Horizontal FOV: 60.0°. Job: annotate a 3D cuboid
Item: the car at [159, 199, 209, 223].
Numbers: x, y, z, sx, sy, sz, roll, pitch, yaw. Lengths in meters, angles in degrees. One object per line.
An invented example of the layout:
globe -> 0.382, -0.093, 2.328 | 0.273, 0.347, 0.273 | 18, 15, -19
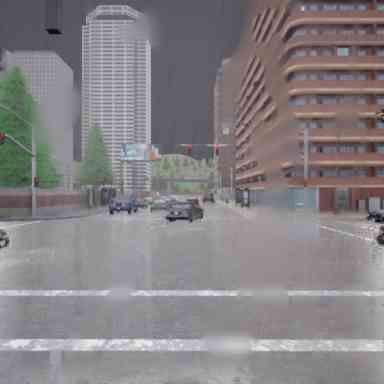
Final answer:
car -> -0.449, 1.525, 25.339 | 2.033, 1.411, 5.357 | 0, 0, 15

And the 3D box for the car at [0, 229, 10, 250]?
car -> -8.863, 1.509, 11.492 | 4.674, 1.442, 1.812 | 0, 0, 0

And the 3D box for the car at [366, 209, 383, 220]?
car -> 15.000, 1.497, 23.240 | 5.357, 1.411, 2.033 | 0, 0, -12

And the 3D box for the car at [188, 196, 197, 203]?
car -> 0.021, 1.540, 69.862 | 1.812, 1.442, 4.674 | 0, 0, 0

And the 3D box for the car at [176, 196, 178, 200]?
car -> -3.663, 1.559, 57.054 | 2.033, 1.411, 5.357 | 0, 0, 0

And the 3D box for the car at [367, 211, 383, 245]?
car -> 9.504, 1.508, 11.785 | 5.357, 1.411, 2.033 | -1, 0, -3

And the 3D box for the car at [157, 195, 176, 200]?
car -> -3.658, 1.535, 47.343 | 1.812, 1.442, 4.674 | 0, 0, 0

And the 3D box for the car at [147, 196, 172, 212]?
car -> -3.651, 1.534, 38.247 | 1.812, 1.442, 4.674 | 0, 0, 0

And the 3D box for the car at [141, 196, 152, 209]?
car -> -7.163, 1.557, 45.437 | 2.033, 1.411, 5.357 | 0, 0, 0

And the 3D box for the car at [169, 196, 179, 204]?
car -> -3.615, 1.539, 67.010 | 1.812, 1.442, 4.674 | 0, 0, 0

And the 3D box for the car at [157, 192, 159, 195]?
car -> -7.134, 1.365, 64.775 | 2.097, 1.767, 4.553 | 0, 0, 0

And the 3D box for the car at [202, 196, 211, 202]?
car -> 3.391, 1.593, 78.236 | 1.895, 1.301, 4.718 | 0, 0, 0

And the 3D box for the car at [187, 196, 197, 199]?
car -> 0.025, 1.488, 53.473 | 1.882, 1.535, 5.008 | 0, 0, 0

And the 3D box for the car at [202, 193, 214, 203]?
car -> 3.405, 1.235, 68.669 | 2.150, 2.045, 5.566 | 0, 0, 0

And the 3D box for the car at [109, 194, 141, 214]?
car -> -7.150, 1.229, 35.187 | 2.150, 2.045, 5.566 | 0, 0, 0
